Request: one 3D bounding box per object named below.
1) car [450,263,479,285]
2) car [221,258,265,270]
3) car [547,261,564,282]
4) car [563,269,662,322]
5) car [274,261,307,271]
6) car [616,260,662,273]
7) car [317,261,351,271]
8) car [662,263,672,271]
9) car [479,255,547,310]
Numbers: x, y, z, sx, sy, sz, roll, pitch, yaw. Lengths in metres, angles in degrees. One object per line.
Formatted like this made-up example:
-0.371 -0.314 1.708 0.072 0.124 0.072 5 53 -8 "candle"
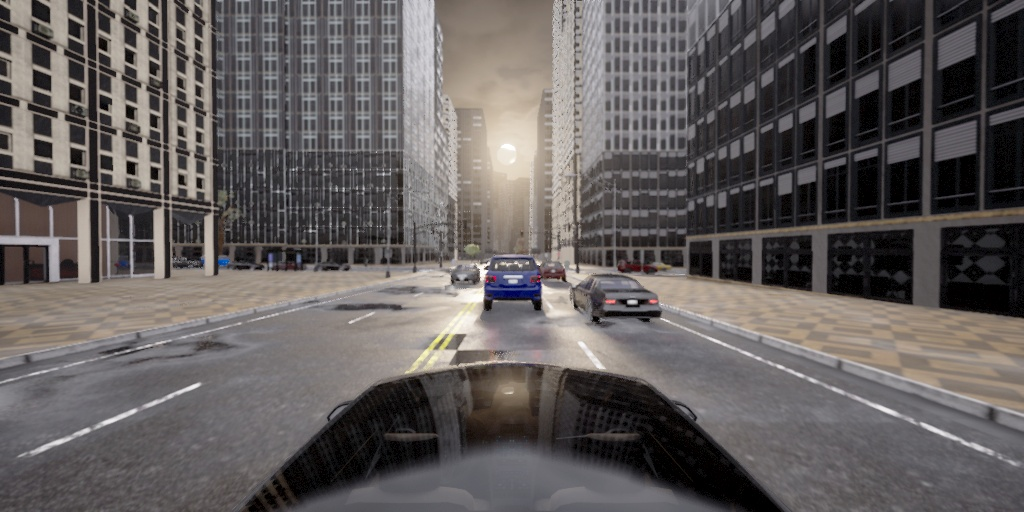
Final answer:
-3.483 1.320 27.383 2.128 1.511 4.902 0 0 0 "car"
-34.368 1.220 46.353 4.313 1.339 1.948 0 0 1 "car"
3.182 1.185 29.932 2.097 1.767 4.553 0 0 0 "car"
3.291 1.331 12.400 2.033 1.411 5.357 0 0 -1 "car"
-28.687 1.287 46.216 4.207 1.307 1.802 0 0 1 "car"
15.925 1.407 45.833 5.009 1.841 2.192 0 0 1 "car"
-23.002 1.321 46.118 4.313 1.339 1.948 0 0 1 "car"
21.484 1.559 54.154 4.829 1.417 1.751 0 0 1 "car"
0.022 1.009 15.033 2.150 2.045 5.566 0 -1 0 "car"
